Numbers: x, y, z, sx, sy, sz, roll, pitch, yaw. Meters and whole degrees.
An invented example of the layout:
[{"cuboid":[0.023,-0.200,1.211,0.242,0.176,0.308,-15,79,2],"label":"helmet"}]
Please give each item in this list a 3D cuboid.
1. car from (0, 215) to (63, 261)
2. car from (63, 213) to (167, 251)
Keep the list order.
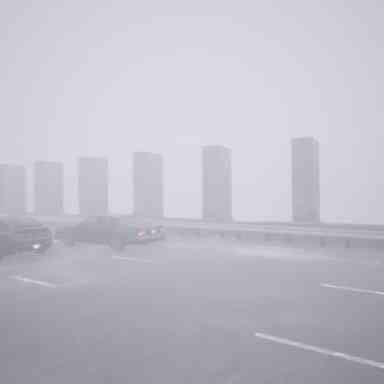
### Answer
[{"cuboid":[-7.432,1.638,12.743,4.892,1.490,1.837,0,0,31],"label":"car"},{"cuboid":[-3.681,1.650,14.559,5.357,1.411,2.033,-1,0,32],"label":"car"}]
